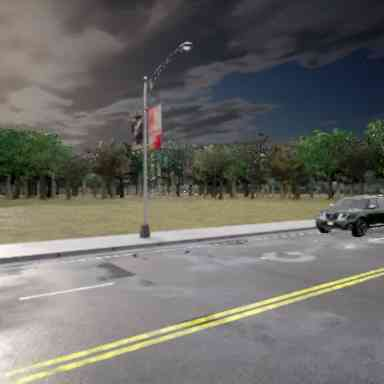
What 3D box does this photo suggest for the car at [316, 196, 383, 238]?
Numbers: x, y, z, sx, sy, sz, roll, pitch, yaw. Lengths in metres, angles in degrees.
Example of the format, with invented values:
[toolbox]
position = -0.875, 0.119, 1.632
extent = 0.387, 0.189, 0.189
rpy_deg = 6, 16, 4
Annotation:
[car]
position = 9.151, 1.226, 18.192
extent = 5.566, 2.045, 2.150
rpy_deg = 0, 0, -36
